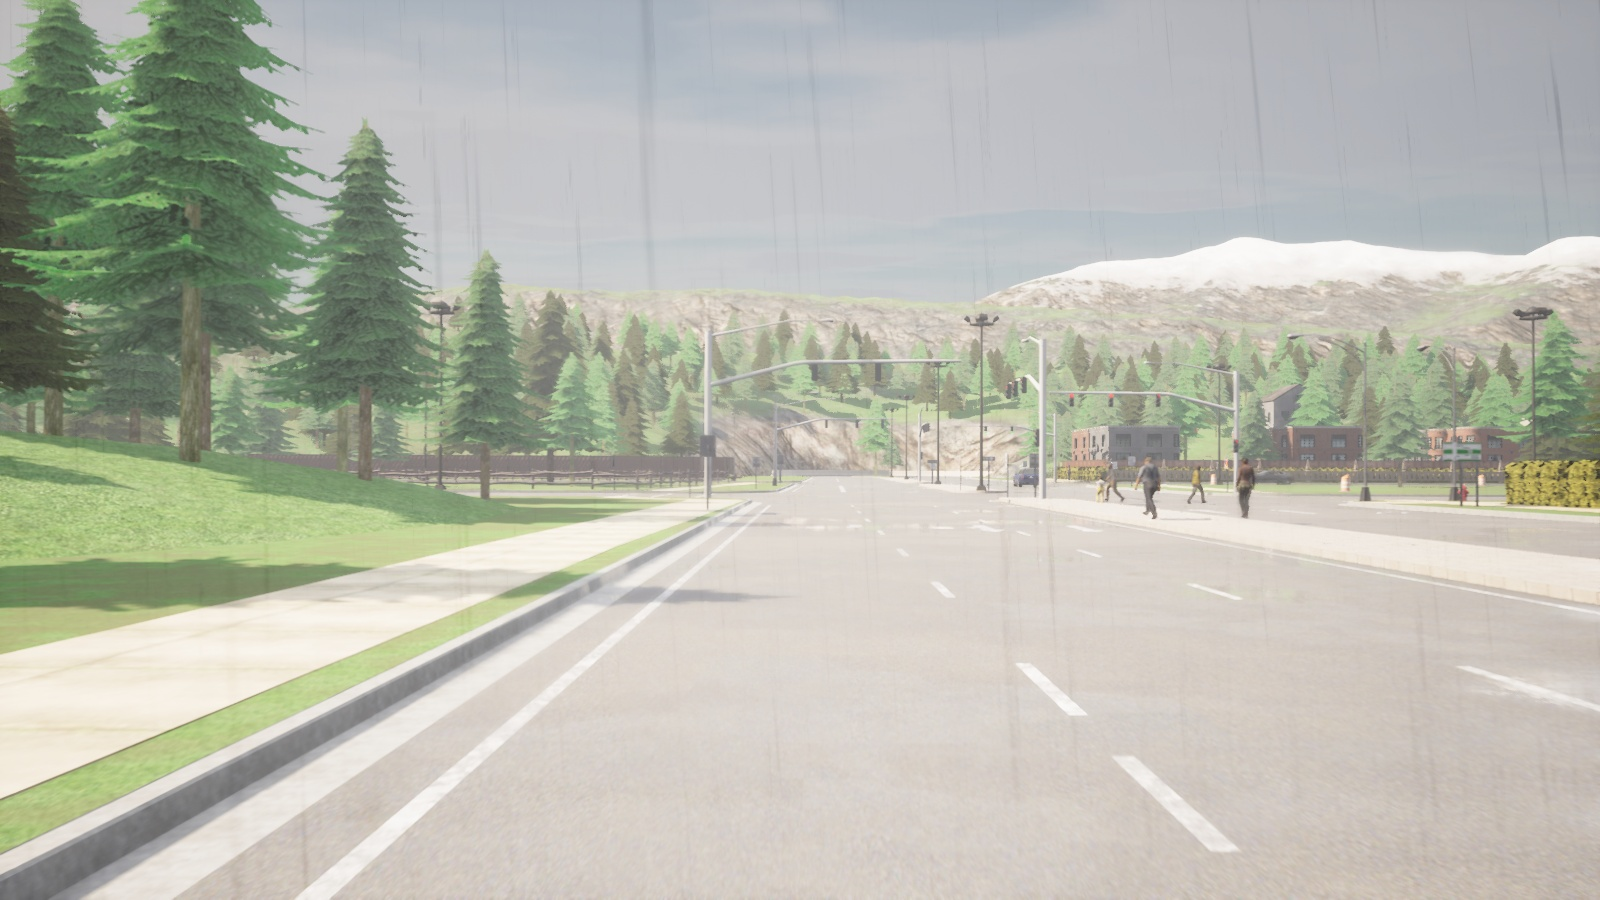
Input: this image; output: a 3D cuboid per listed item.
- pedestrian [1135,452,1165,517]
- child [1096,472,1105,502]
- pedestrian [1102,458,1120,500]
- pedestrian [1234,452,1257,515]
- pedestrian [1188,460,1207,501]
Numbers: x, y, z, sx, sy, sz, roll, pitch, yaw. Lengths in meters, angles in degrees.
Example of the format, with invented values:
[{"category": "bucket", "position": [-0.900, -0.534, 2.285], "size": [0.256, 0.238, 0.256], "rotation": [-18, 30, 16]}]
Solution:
[{"category": "pedestrian", "position": [10.028, 0.972, 35.970], "size": [0.540, 1.848, 0.694], "rotation": [0, -1, -13]}, {"category": "child", "position": [12.867, 1.573, 53.746], "size": [0.270, 1.263, 0.437], "rotation": [0, -1, -2]}, {"category": "pedestrian", "position": [13.959, 1.290, 56.316], "size": [0.694, 1.848, 0.540], "rotation": [0, -1, 3]}, {"category": "pedestrian", "position": [12.974, 0.965, 36.579], "size": [0.328, 1.805, 0.869], "rotation": [0, -1, 1]}, {"category": "pedestrian", "position": [18.107, 1.391, 57.196], "size": [0.726, 1.835, 0.370], "rotation": [0, -1, -4]}]
